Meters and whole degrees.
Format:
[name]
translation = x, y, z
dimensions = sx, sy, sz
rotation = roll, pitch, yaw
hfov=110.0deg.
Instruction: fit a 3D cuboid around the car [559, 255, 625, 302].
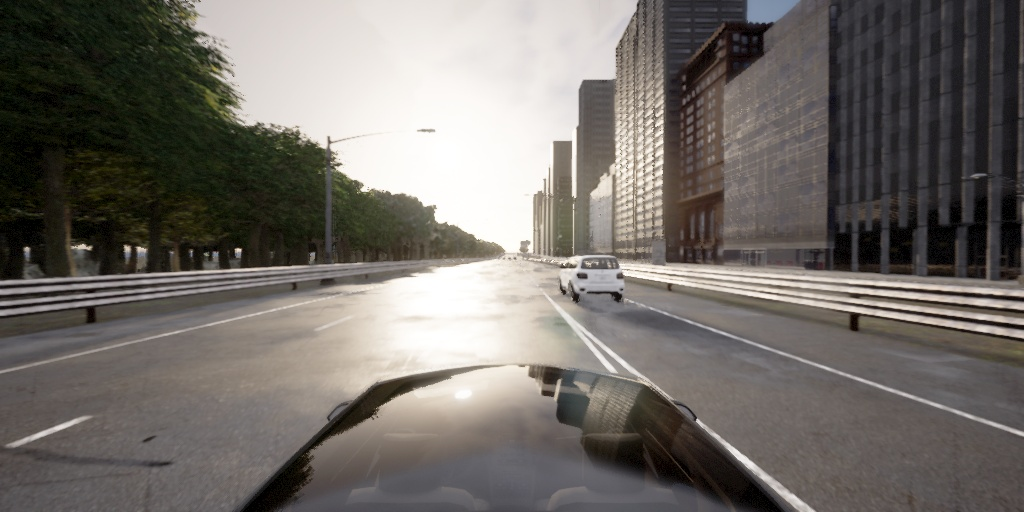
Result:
[car]
translation = 3.629, 0.985, 17.189
dimensions = 2.150, 2.045, 5.566
rotation = 0, 0, -1
